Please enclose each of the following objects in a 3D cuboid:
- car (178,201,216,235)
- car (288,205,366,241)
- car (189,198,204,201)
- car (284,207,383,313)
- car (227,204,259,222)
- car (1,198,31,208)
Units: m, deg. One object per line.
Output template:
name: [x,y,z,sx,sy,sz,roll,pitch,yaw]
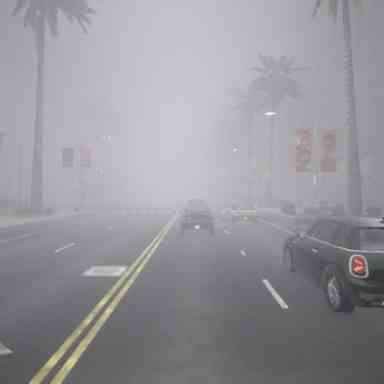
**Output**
car: [0.285,1.492,18.861,1.837,1.490,4.892,0,0,0]
car: [6.864,1.505,17.549,2.161,1.482,4.786,0,0,0]
car: [0.381,1.333,30.081,2.097,1.767,4.553,0,0,0]
car: [3.686,1.349,7.806,2.097,1.767,4.553,0,0,1]
car: [3.846,1.586,25.935,1.895,1.301,4.718,0,0,0]
car: [-25.949,1.508,48.100,5.357,1.411,2.033,0,0,1]
